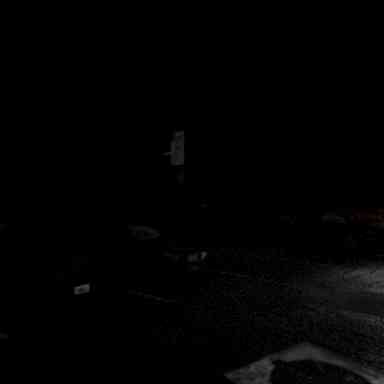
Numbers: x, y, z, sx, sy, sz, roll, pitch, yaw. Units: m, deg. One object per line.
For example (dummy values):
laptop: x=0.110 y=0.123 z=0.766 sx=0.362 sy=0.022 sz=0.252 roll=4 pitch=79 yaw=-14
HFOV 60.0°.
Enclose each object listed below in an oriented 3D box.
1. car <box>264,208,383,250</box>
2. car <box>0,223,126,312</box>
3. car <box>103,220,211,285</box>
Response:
car: x=5.649 y=1.578 z=14.834 sx=4.892 sy=1.521 sz=2.231 roll=-1 pitch=-1 yaw=35
car: x=-4.113 y=1.522 z=7.868 sx=4.792 sy=1.488 sz=2.163 roll=-1 pitch=-1 yaw=35
car: x=-1.688 y=1.554 z=9.621 sx=4.674 sy=1.452 sz=2.002 roll=-1 pitch=-1 yaw=35
